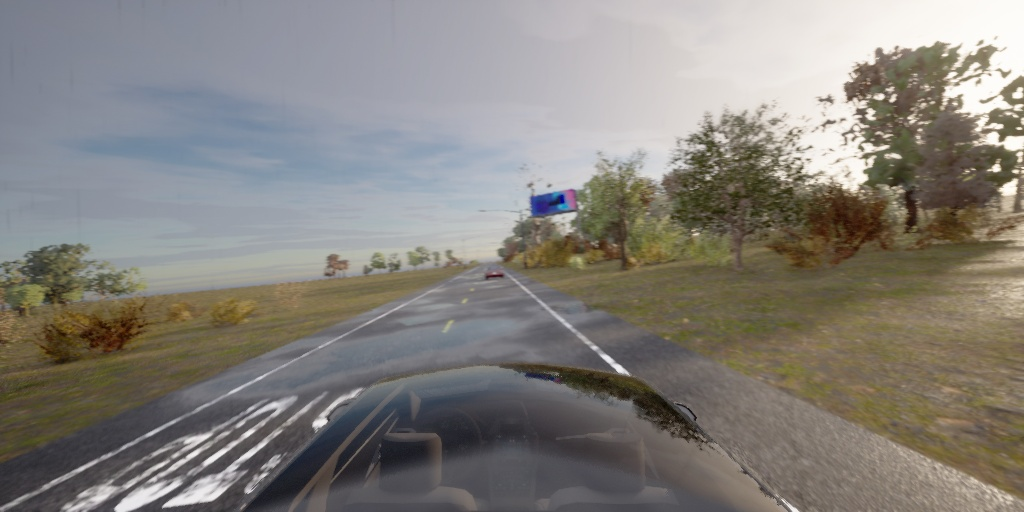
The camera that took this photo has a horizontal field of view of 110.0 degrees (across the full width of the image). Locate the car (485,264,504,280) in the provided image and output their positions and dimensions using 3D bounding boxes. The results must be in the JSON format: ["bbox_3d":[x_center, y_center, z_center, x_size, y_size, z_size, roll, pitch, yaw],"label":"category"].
[{"bbox_3d":[-1.926,1.767,39.245,1.994,1.385,4.181,-6,0,-3],"label":"car"}]
